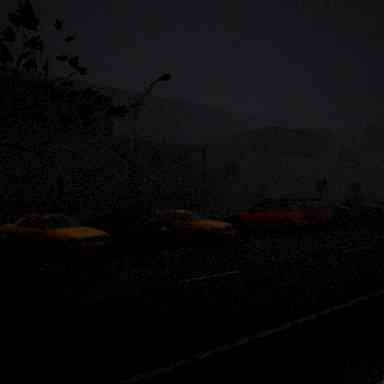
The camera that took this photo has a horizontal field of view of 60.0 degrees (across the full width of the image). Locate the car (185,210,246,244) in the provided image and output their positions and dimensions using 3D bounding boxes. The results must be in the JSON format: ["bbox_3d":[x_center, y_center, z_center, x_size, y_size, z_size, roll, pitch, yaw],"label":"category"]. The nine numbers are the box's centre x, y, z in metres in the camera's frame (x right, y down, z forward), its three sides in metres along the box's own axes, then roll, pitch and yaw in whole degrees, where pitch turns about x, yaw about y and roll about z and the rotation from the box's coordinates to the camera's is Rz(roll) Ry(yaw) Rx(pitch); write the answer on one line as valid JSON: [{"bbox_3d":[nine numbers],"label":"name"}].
[{"bbox_3d":[-0.402,1.512,16.121,5.366,1.575,1.946,-1,-1,35],"label":"car"}]

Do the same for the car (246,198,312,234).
[{"bbox_3d":[4.327,1.405,19.669,4.553,1.767,2.185,-1,-1,34],"label":"car"}]

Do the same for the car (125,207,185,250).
[{"bbox_3d":[-3.012,1.538,14.507,4.792,1.488,2.163,-1,-1,35],"label":"car"}]

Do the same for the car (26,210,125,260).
[{"bbox_3d":[-5.262,1.493,12.660,5.366,1.575,1.946,-1,-1,35],"label":"car"}]

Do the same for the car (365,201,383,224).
[{"bbox_3d":[11.570,1.554,24.895,4.792,1.488,2.163,-1,0,35],"label":"car"}]

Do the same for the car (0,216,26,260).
[{"bbox_3d":[-7.843,1.532,11.028,4.674,1.452,2.002,-1,-1,35],"label":"car"}]

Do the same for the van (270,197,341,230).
[{"bbox_3d":[6.837,1.307,21.362,4.442,1.987,1.878,-1,-1,35],"label":"van"}]

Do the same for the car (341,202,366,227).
[{"bbox_3d":[9.168,1.569,23.145,4.674,1.452,2.002,-1,0,35],"label":"car"}]
